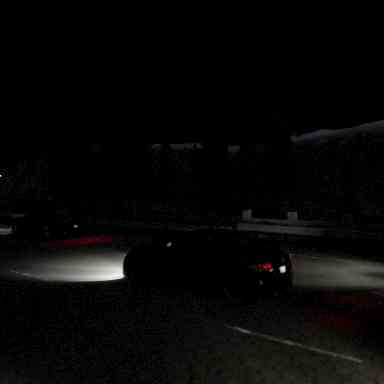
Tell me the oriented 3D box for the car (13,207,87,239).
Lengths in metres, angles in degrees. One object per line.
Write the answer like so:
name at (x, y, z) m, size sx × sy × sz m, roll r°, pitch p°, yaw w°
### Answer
car at (-7.870, 1.590, 18.202) m, size 5.008 × 1.535 × 1.882 m, roll 0°, pitch 0°, yaw 36°

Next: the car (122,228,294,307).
car at (0.272, 1.593, 8.098) m, size 4.181 × 1.385 × 1.994 m, roll 0°, pitch 0°, yaw 35°
